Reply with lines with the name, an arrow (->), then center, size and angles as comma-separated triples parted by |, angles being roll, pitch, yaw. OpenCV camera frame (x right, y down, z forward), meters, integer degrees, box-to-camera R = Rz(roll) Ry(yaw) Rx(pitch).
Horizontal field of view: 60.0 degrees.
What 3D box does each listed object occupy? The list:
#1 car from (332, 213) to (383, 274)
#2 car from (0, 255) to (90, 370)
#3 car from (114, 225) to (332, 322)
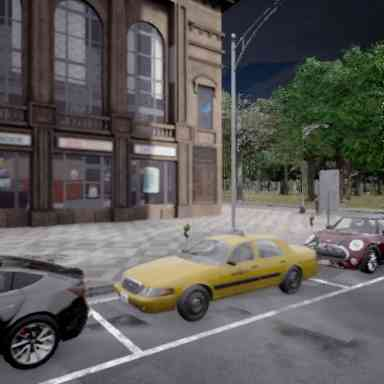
car -> 5.351, 1.432, 10.468 | 4.097, 1.590, 1.967 | 0, 0, -36
car -> -3.502, 1.567, 4.153 | 4.313, 1.339, 1.947 | 0, 0, -36
car -> 0.787, 1.522, 7.212 | 4.829, 1.417, 1.752 | 0, 0, -36
